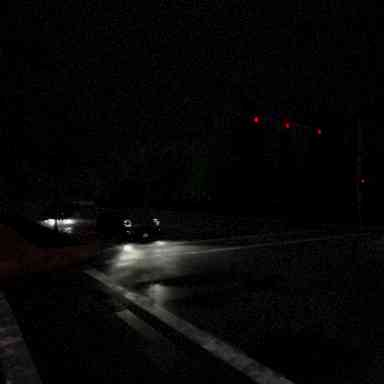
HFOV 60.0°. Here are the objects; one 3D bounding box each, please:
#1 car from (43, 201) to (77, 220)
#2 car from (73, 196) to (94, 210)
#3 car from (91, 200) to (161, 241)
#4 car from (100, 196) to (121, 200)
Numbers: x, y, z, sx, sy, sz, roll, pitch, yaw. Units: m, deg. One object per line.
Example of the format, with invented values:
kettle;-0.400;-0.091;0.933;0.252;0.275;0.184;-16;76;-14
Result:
car;-12.604;1.782;31.145;1.994;1.385;4.181;1;-1;-34
car;-15.971;1.589;48.640;2.150;2.045;5.566;1;0;-34
car;-3.457;1.501;17.733;2.097;1.767;4.553;1;-1;-34
car;-12.273;1.615;49.411;2.150;2.045;5.566;1;-1;-34
